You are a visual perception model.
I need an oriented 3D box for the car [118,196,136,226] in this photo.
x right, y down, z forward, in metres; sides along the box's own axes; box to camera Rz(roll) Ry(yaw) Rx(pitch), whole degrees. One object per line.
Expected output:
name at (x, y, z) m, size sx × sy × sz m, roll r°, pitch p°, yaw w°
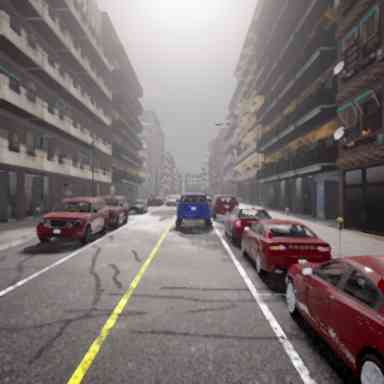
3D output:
car at (-5.300, 1.181, 21.097) m, size 2.192 × 1.841 × 5.009 m, roll 1°, pitch 0°, yaw 0°

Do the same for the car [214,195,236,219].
car at (2.542, 1.149, 26.572) m, size 2.192 × 1.841 × 5.009 m, roll 1°, pitch 0°, yaw 0°

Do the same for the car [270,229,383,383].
car at (2.583, 1.515, 4.450) m, size 1.887 × 1.381 × 4.507 m, roll 1°, pitch 0°, yaw 0°

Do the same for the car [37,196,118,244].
car at (-5.298, 1.214, 15.567) m, size 2.192 × 1.841 × 5.009 m, roll 1°, pitch 0°, yaw 0°

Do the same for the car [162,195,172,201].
car at (-5.335, 1.228, 70.875) m, size 1.802 × 1.307 × 4.206 m, roll 1°, pitch 0°, yaw 0°

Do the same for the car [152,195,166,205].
car at (-5.325, 1.246, 54.281) m, size 1.887 × 1.381 × 4.507 m, roll 1°, pitch 0°, yaw 0°

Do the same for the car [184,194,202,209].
car at (0.080, 1.111, 40.805) m, size 2.097 × 1.767 × 4.553 m, roll 0°, pitch 0°, yaw 0°

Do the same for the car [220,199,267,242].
car at (2.587, 1.340, 15.511) m, size 1.967 × 1.590 × 4.097 m, roll 1°, pitch 0°, yaw 0°

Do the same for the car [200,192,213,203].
car at (2.524, 0.997, 59.761) m, size 2.192 × 1.841 × 5.009 m, roll 1°, pitch 0°, yaw 0°

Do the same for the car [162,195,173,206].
car at (-2.778, 1.275, 47.925) m, size 2.033 × 1.411 × 5.357 m, roll 0°, pitch 0°, yaw 0°

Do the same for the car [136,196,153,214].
car at (-5.313, 1.369, 32.161) m, size 1.947 × 1.339 × 4.313 m, roll 1°, pitch 0°, yaw 0°

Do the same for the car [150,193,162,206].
car at (-5.316, 1.039, 48.749) m, size 2.192 × 1.841 × 5.009 m, roll 1°, pitch 0°, yaw 0°

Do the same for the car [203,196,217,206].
car at (2.524, 1.307, 48.699) m, size 1.802 × 1.307 × 4.206 m, roll 1°, pitch 0°, yaw 0°

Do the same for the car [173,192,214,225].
car at (0.092, 1.079, 22.580) m, size 2.150 × 2.045 × 5.566 m, roll 0°, pitch 0°, yaw 0°

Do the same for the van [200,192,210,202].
van at (2.520, 1.005, 65.293) m, size 1.690 × 1.788 × 3.998 m, roll 1°, pitch 0°, yaw 0°

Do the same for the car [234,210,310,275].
car at (2.580, 1.479, 9.980) m, size 1.887 × 1.381 × 4.507 m, roll 1°, pitch 0°, yaw 0°

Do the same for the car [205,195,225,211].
car at (2.533, 1.216, 37.636) m, size 1.967 × 1.590 × 4.097 m, roll 1°, pitch 0°, yaw 0°
